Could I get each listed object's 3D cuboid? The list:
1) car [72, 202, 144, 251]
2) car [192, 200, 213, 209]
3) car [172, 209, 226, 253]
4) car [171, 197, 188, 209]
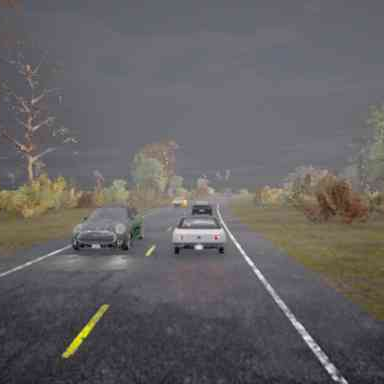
[{"bbox_3d":[-3.384,1.363,14.165,2.097,1.767,4.553,0,0,2],"label":"car"},{"bbox_3d":[1.004,1.495,31.942,1.882,1.535,5.008,0,0,3],"label":"car"},{"bbox_3d":[0.296,1.612,13.712,1.895,1.301,4.718,0,0,1],"label":"car"},{"bbox_3d":[-1.716,1.497,46.985,1.882,1.535,5.008,0,0,5],"label":"car"}]
